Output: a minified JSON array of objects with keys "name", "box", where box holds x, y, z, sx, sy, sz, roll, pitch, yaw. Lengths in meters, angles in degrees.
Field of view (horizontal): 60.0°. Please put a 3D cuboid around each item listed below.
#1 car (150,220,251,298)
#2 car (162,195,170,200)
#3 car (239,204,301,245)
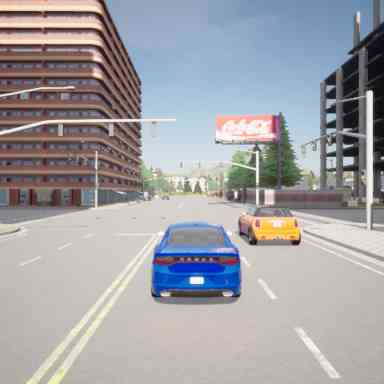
[{"name":"car","box":[0.085,1.478,8.598,1.882,1.535,5.008,0,0,0]},{"name":"car","box":[-7.163,1.524,90.738,1.812,1.442,4.674,0,0,0]},{"name":"car","box":[3.472,1.352,15.687,2.097,1.767,4.553,0,0,0]}]
